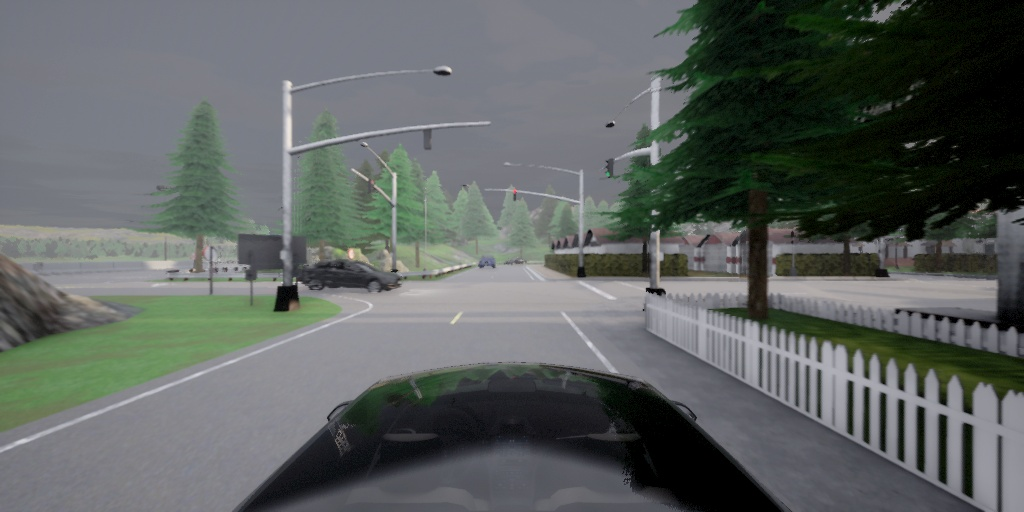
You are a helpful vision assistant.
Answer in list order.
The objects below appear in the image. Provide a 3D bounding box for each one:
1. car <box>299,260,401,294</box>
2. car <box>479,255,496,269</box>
[{"bbox_3d":[-8.183,0.998,18.391,4.892,1.490,1.837,3,0,-1],"label":"car"},{"bbox_3d":[-3.579,0.811,52.526,2.150,2.045,5.566,0,0,1],"label":"car"}]
